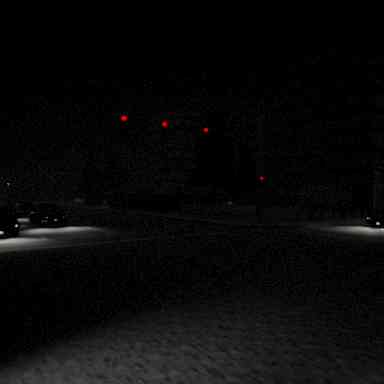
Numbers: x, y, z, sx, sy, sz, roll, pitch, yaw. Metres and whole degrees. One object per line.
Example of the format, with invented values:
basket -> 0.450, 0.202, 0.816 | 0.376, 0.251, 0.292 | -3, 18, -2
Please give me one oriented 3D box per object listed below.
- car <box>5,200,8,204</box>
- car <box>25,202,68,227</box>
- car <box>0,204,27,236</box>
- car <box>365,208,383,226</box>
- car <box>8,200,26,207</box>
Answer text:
car -> -21.553, 1.674, 39.905 | 1.994, 1.385, 4.181 | 0, 0, -35
car -> -10.275, 1.579, 23.695 | 1.837, 1.490, 4.892 | 0, 0, -35
car -> -10.834, 1.595, 18.391 | 2.033, 1.411, 5.357 | 0, 0, -35
car -> 14.459, 1.703, 23.502 | 5.357, 1.411, 2.033 | 0, 0, -35
car -> -15.888, 1.639, 31.749 | 2.033, 1.411, 5.357 | 0, 0, -35
